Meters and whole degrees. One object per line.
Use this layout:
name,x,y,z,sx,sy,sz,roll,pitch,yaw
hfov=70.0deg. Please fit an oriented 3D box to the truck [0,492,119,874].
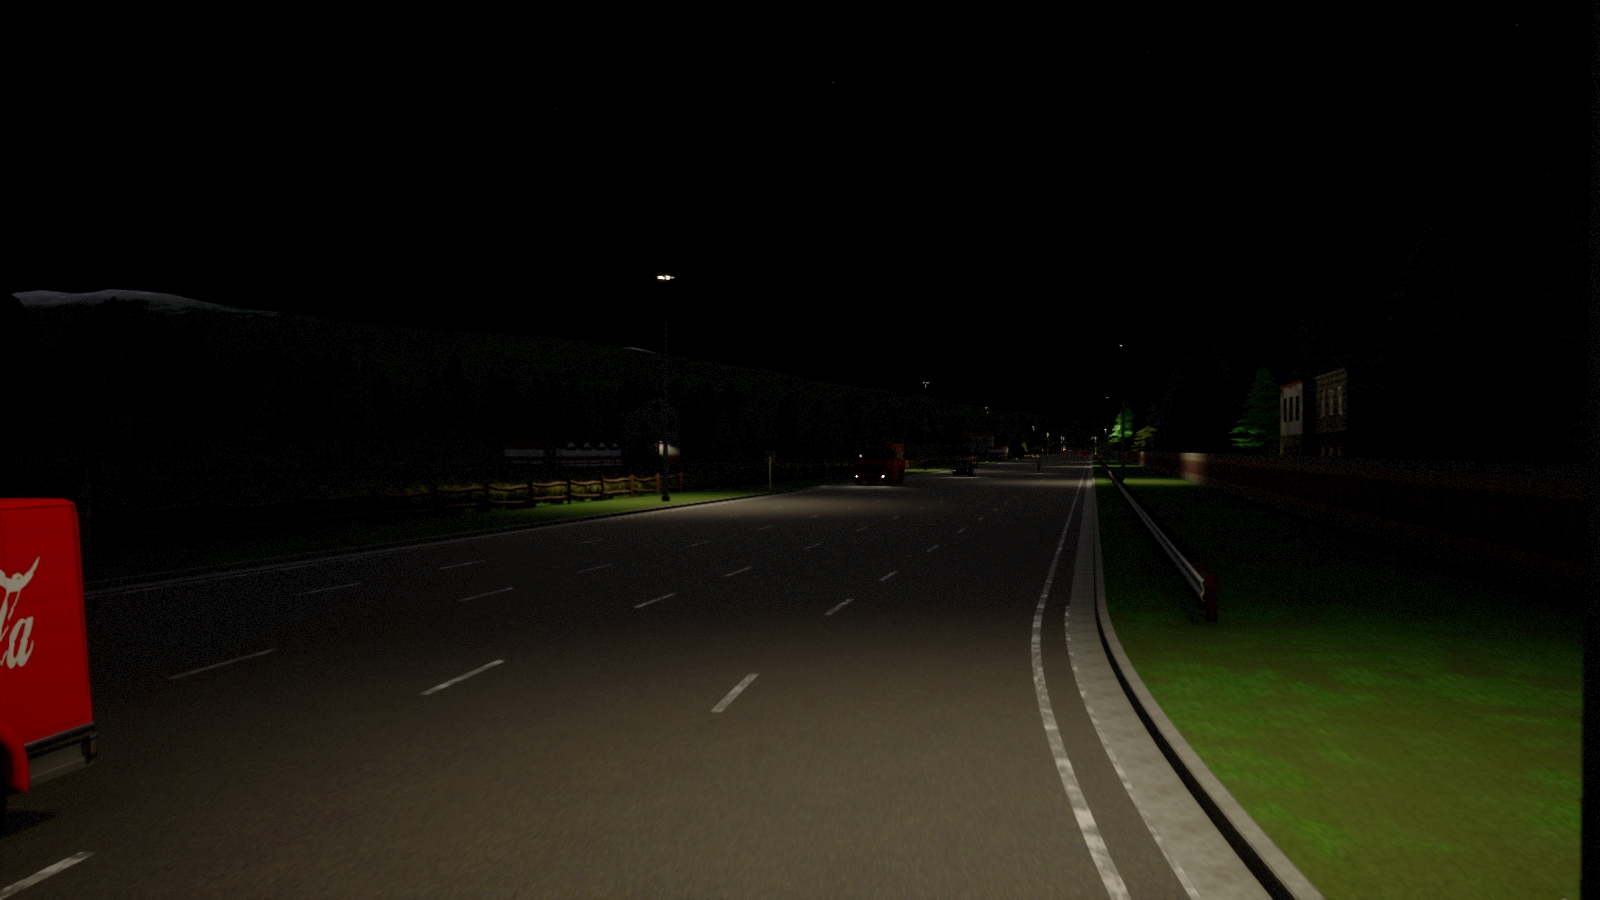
truck,-6.705,1.564,6.192,2.627,2.467,5.204,0,0,5
